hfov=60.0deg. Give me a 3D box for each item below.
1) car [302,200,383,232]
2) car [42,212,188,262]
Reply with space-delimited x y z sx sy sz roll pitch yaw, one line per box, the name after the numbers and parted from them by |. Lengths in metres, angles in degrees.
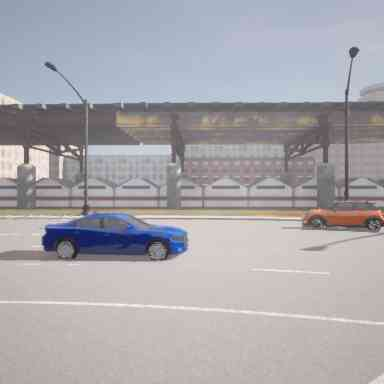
9.080 1.351 20.217 4.553 1.767 2.097 0 0 19 | car
-2.630 1.477 11.695 5.008 1.535 1.882 0 0 5 | car
